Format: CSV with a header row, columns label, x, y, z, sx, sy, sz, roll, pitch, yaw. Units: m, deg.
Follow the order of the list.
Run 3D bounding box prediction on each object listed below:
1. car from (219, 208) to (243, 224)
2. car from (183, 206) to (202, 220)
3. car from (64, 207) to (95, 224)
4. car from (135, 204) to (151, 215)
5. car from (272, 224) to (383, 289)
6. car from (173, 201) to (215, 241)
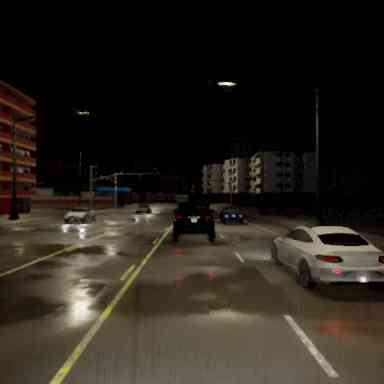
label,x,y,z,sx,sy,sz,roll,pitch,yaw
car,3.599,2.183,31.176,2.033,1.411,5.357,0,-1,0
car,0.096,2.345,37.066,1.994,1.385,4.181,0,-1,0
car,-10.599,2.176,31.755,1.812,1.442,4.674,0,-1,0
car,-7.037,2.555,48.650,1.812,1.442,4.674,0,-1,1
car,3.599,1.634,9.310,1.812,1.442,4.674,0,-1,0
car,0.099,1.554,18.919,2.150,2.045,5.566,0,-1,0
